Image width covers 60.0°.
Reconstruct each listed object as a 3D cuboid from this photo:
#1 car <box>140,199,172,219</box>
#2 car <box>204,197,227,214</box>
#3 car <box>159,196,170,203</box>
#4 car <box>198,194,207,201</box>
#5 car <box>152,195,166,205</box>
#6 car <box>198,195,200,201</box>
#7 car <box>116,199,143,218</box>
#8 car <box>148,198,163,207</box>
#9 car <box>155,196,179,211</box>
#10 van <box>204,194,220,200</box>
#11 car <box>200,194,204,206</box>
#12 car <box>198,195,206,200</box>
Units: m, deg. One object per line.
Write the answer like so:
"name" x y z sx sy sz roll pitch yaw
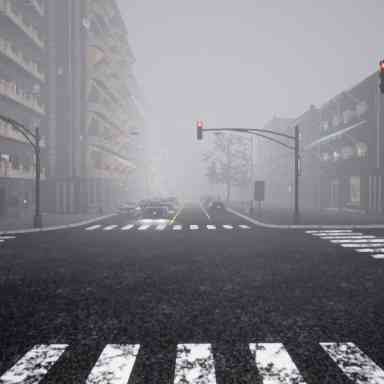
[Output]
"car" -3.112 1.556 29.341 1.994 1.385 4.181 0 0 -1
"car" 2.684 1.555 35.707 1.947 1.339 4.313 0 0 0
"car" -5.699 1.551 68.915 1.802 1.307 4.206 0 0 0
"car" 2.678 1.396 85.508 1.967 1.590 4.097 0 0 0
"car" -5.700 1.417 57.847 1.967 1.590 4.097 0 0 0
"car" 2.679 1.280 74.441 2.192 1.841 5.009 0 0 0
"car" -5.696 1.542 30.180 2.008 1.369 4.403 0 0 0
"car" -5.698 1.562 52.314 1.802 1.307 4.206 0 0 0
"car" -3.105 1.534 41.189 2.033 1.411 5.357 0 0 0
"van" 2.682 1.327 41.240 1.690 1.788 3.998 0 0 0
"car" 2.682 1.420 52.308 1.967 1.590 4.097 0 0 0
"car" 2.679 1.495 91.041 1.887 1.381 4.507 0 0 0
